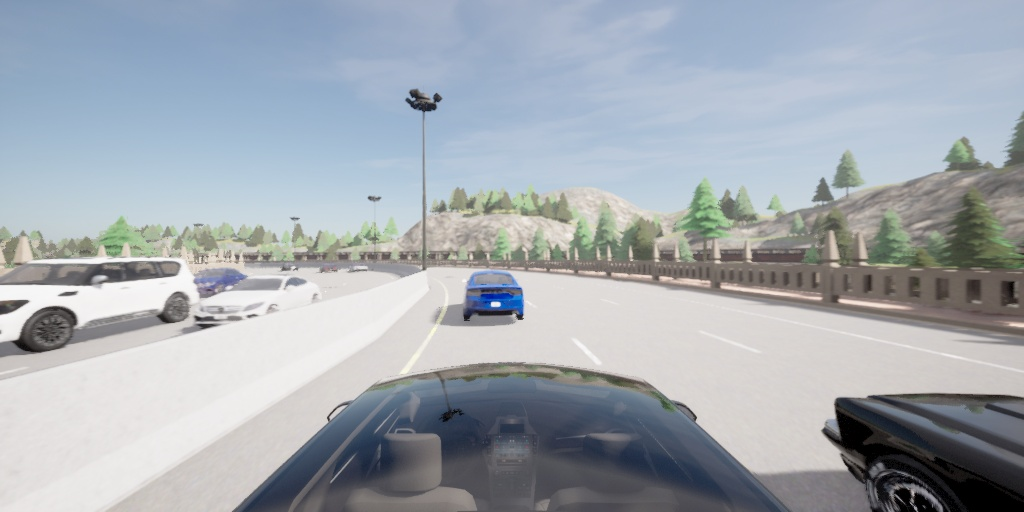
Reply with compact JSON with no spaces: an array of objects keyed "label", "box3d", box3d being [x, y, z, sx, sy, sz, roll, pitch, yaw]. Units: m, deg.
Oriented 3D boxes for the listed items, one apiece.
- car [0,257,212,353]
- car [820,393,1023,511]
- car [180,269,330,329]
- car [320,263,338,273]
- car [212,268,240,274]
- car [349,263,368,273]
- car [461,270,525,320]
[{"label":"car","box3d":[-11.071,1.035,9.307,2.150,2.045,5.566,0,0,-6]},{"label":"car","box3d":[3.485,1.334,0.798,1.895,1.301,4.718,0,0,1]},{"label":"car","box3d":[-7.871,1.326,11.671,1.812,1.442,4.674,0,0,-7]},{"label":"car","box3d":[-25.422,1.638,49.764,1.994,1.385,4.181,0,0,-33]},{"label":"car","box3d":[-16.341,1.399,19.830,1.812,1.442,4.674,0,0,-13]},{"label":"car","box3d":[-21.368,1.632,49.991,1.895,1.301,4.718,0,0,-32]},{"label":"car","box3d":[-0.755,1.242,12.753,1.882,1.535,5.008,0,0,-7]}]
